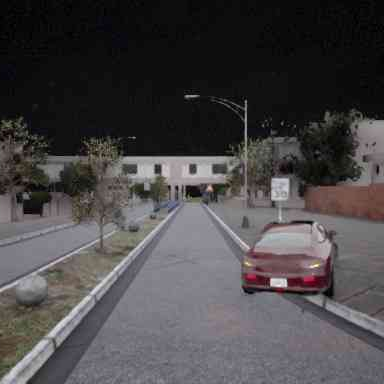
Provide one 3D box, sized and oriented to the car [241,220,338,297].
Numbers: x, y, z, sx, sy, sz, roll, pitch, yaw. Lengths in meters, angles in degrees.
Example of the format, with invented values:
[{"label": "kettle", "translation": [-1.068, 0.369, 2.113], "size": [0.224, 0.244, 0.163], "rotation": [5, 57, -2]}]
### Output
[{"label": "car", "translation": [2.505, 1.415, 8.177], "size": [1.812, 1.442, 4.674], "rotation": [-4, 0, 24]}]
